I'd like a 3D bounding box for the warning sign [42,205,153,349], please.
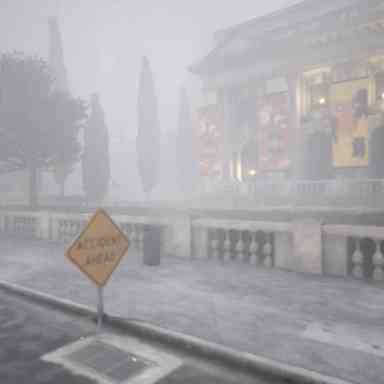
[{"bbox_3d":[-1.462,1.162,5.267,1.060,1.860,1.300,-1,0,35],"label":"warning sign"}]
